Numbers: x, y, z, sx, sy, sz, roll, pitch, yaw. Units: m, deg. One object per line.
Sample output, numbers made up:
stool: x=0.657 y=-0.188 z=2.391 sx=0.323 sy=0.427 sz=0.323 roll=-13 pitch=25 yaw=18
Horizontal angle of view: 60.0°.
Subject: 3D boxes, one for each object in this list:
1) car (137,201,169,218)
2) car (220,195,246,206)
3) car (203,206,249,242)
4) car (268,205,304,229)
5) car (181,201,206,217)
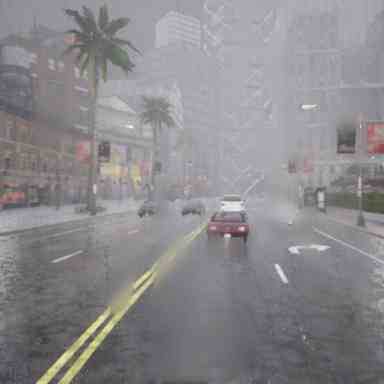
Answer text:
car: x=-3.461 y=1.537 z=30.919 sx=2.033 sy=1.411 sz=5.357 roll=0 pitch=0 yaw=8
car: x=3.851 y=1.256 z=31.496 sx=2.150 sy=2.045 sz=5.566 roll=0 pitch=0 yaw=8
car: x=1.837 y=1.618 z=16.653 sx=1.895 sy=1.301 sz=4.718 roll=0 pitch=0 yaw=8
car: x=6.060 y=1.570 z=21.825 sx=1.812 sy=1.442 sz=4.674 roll=0 pitch=0 yaw=7
car: x=0.257 y=1.560 z=32.189 sx=2.033 sy=1.411 sz=5.357 roll=0 pitch=0 yaw=8
